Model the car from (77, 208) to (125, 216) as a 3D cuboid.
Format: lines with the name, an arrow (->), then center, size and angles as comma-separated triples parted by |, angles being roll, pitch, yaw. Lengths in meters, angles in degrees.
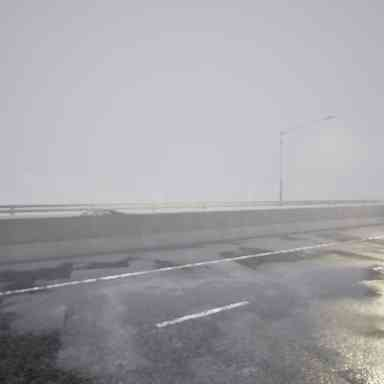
car -> -5.001, 1.579, 17.595 | 4.181, 1.385, 1.994 | 0, 0, -35
